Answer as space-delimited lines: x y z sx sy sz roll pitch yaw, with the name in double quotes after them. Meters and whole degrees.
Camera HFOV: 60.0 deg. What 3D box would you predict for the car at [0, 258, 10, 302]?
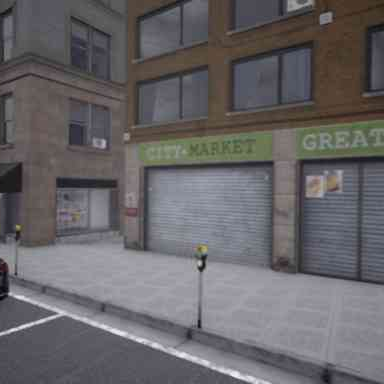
-5.424 1.561 6.820 4.313 1.339 1.947 0 1 36 "car"
